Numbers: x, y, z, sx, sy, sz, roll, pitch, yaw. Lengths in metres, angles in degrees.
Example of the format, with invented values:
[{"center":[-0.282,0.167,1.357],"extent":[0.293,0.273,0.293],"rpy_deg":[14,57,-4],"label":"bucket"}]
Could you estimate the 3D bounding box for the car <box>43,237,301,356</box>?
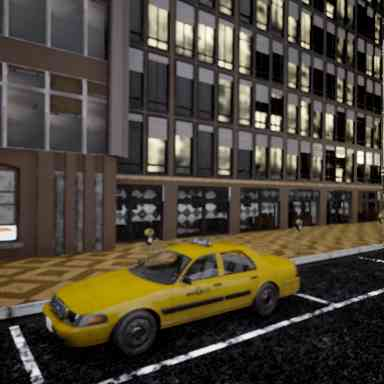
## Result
[{"center":[-0.036,1.555,6.068],"extent":[4.829,1.417,1.752],"rpy_deg":[1,0,-35],"label":"car"}]
